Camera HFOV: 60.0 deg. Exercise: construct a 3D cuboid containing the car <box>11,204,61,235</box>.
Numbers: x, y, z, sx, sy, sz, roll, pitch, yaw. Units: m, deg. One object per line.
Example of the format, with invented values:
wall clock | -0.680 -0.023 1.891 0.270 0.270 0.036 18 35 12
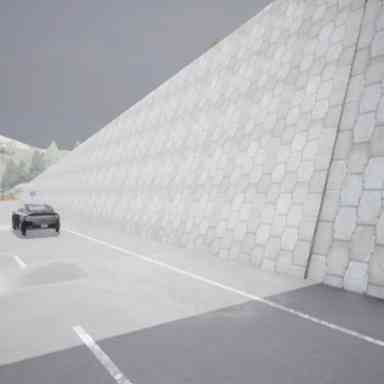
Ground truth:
car | -8.631 1.422 18.276 2.128 1.511 4.902 0 0 -35
